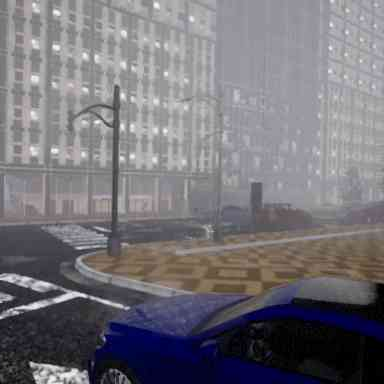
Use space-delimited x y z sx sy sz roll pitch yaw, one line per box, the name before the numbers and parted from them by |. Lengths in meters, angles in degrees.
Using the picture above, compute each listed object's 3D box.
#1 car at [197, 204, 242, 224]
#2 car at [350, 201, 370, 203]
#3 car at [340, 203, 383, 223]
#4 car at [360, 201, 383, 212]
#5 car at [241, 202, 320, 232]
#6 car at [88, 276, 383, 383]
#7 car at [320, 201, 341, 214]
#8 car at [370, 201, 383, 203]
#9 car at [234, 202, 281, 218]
car | 2.598 1.733 27.414 4.674 1.442 1.812 0 1 -34
car | 22.080 1.879 40.674 4.902 1.511 2.128 1 1 -34
car | 15.636 1.977 29.765 4.507 1.381 1.887 1 1 -34
car | 25.234 1.948 45.866 4.206 1.307 1.802 1 1 -34
car | 6.281 1.662 23.365 5.009 1.841 2.192 1 1 -34
car | 1.100 1.527 2.899 4.674 1.442 1.812 0 0 35
car | 15.733 1.804 39.373 4.829 1.417 1.752 1 1 -34
car | 20.322 1.790 32.960 5.009 1.841 2.192 1 1 -34
car | 6.512 1.746 33.073 4.403 1.369 2.008 1 1 -34
